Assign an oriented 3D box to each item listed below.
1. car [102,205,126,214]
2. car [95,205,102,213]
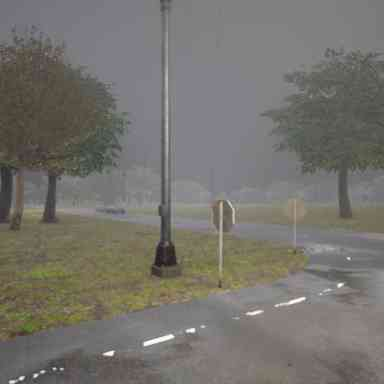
[{"bbox_3d":[-12.938,3.010,56.210,2.033,1.411,5.357,2,-2,-34],"label":"car"},{"bbox_3d":[-16.382,3.126,61.350,1.994,1.385,4.181,2,-2,-33],"label":"car"}]
